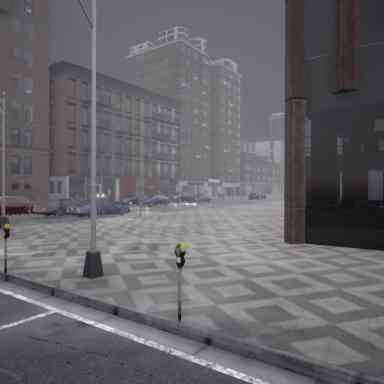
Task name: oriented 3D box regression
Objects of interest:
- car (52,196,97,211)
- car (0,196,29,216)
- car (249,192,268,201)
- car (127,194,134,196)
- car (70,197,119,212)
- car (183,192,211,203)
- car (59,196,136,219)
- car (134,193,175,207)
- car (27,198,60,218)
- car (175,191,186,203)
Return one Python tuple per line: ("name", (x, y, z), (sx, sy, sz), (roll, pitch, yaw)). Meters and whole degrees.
("car", (-12.724, 1.196, 36.199), (1.994, 1.385, 4.181), (0, 1, 34))
("car", (-15.246, 1.125, 27.090), (2.097, 1.767, 4.553), (0, 1, 36))
("car", (11.649, 0.738, 58.602), (1.837, 1.490, 4.892), (0, 1, 36))
("car", (-7.562, 1.015, 43.341), (1.837, 1.490, 4.892), (0, 1, 36))
("car", (-10.001, 1.248, 34.388), (1.895, 1.301, 4.718), (0, 1, 36))
("car", (1.128, 0.952, 49.808), (1.994, 1.385, 4.181), (0, 1, 36))
("car", (-7.371, 1.296, 26.564), (2.033, 1.411, 5.357), (0, 1, 36))
("car", (-4.695, 1.047, 41.765), (1.812, 1.442, 4.674), (0, 1, 36))
("car", (-10.464, 1.290, 27.839), (2.033, 1.411, 5.357), (0, 1, 36))
("car", (-1.870, 0.731, 51.219), (2.097, 1.767, 4.553), (0, 1, 36))
